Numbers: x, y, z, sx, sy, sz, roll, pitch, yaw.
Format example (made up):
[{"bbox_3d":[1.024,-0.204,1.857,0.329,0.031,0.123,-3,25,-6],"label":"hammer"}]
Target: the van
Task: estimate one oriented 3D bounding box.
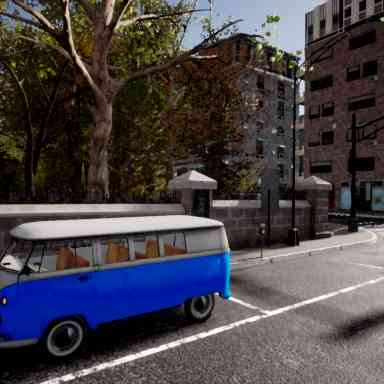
[{"bbox_3d":[-1.186,1.342,5.655,3.998,1.788,1.690,0,1,-36],"label":"van"}]
